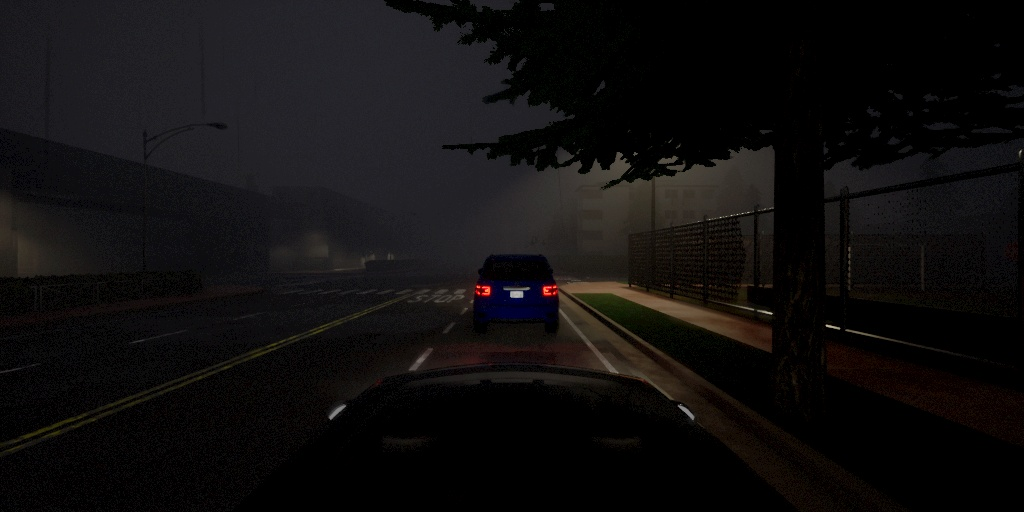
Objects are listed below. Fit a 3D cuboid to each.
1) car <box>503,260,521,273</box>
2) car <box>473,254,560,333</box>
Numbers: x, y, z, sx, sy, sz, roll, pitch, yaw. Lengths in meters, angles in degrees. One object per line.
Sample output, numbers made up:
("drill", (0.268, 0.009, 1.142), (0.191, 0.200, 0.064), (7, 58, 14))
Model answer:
("car", (0.010, 1.242, 45.734), (2.128, 1.511, 4.902), (0, 0, 0))
("car", (0.112, 0.972, 10.878), (2.150, 2.045, 5.566), (0, 0, 0))
